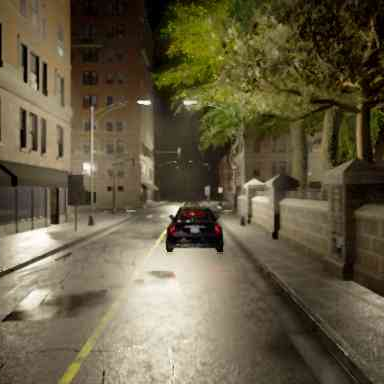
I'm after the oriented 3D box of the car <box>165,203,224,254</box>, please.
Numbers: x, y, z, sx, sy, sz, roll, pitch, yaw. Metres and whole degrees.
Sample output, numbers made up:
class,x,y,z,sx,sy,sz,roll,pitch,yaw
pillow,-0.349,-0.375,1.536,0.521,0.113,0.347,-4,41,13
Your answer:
class,x,y,z,sx,sy,sz,roll,pitch,yaw
car,0.096,1.337,13.609,2.097,1.767,4.553,0,0,0

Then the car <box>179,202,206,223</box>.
class,x,y,z,sx,sy,sz,roll,pitch,yaw
car,-0.041,1.532,26.276,1.994,1.385,4.181,0,0,-2
